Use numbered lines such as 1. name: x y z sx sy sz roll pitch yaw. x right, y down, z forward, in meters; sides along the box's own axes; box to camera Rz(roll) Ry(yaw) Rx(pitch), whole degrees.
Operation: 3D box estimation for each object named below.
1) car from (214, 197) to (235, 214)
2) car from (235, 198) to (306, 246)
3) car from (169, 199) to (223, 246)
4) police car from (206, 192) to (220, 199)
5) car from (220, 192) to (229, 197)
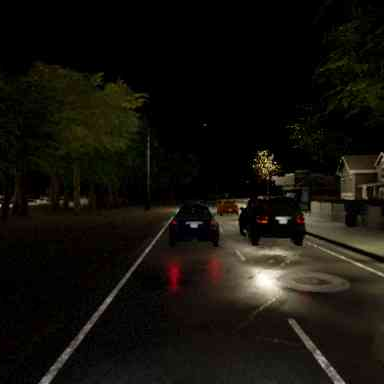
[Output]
1. car: 3.592 1.532 33.728 1.882 1.535 5.008 0 0 0
2. car: 3.595 1.270 15.797 2.150 2.045 5.566 0 0 0
3. car: 0.091 1.399 15.619 2.097 1.767 4.553 0 0 0
4. police car: 4.798 1.384 81.491 1.930 1.638 5.238 0 0 16
5. car: 7.783 1.140 90.901 2.150 2.045 5.566 0 0 19
